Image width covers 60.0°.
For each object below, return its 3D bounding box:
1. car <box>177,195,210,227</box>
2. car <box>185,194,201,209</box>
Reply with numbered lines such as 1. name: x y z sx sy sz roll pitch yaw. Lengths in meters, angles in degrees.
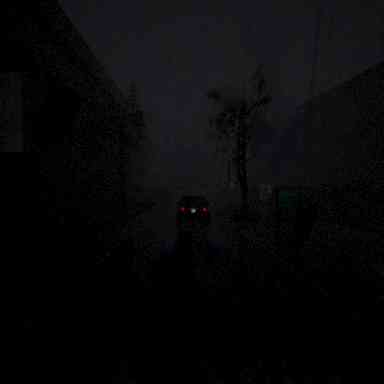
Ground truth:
1. car: 0.091 1.274 23.633 2.150 2.045 5.566 0 0 0
2. car: 0.095 1.150 42.256 1.882 1.535 5.008 0 2 0
